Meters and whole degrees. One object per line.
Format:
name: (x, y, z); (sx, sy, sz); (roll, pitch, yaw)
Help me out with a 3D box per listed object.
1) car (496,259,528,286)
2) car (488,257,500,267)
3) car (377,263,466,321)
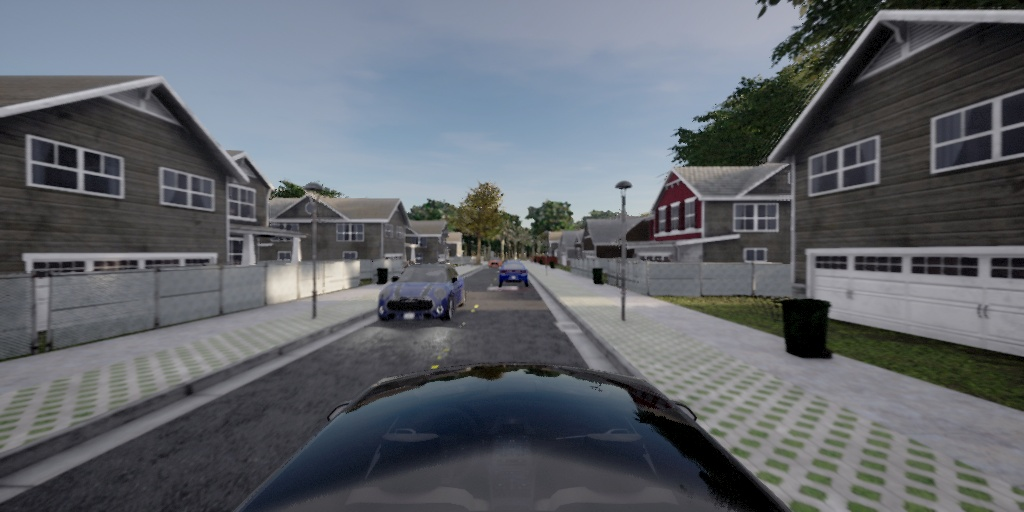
car: (0.098, 1.142, 24.559); (1.882, 1.535, 5.008); (0, 1, 0)
car: (-2.752, 0.933, 59.014); (2.097, 1.767, 4.553); (0, 0, 0)
car: (-2.850, 1.061, 12.174); (2.097, 1.767, 4.553); (0, 0, 0)
